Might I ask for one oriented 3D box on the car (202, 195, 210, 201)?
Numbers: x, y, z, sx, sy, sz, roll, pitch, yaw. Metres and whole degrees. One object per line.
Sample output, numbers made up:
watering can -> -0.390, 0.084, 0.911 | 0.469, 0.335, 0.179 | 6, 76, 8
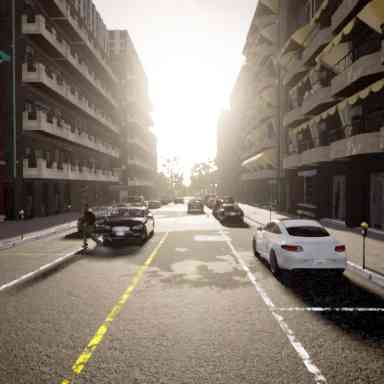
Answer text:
car -> 3.372, 1.510, 80.784 | 1.887, 1.381, 4.507 | -1, 0, 1

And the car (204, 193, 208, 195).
car -> 3.177, 1.292, 58.687 | 2.192, 1.841, 5.009 | -1, 0, 1

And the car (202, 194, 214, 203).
car -> 3.273, 1.286, 69.736 | 2.192, 1.841, 5.009 | -1, 0, 1

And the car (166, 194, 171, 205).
car -> -5.198, 1.521, 58.711 | 1.887, 1.381, 4.507 | -1, 0, 1

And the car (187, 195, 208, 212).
car -> 0.427, 1.476, 38.735 | 2.128, 1.511, 4.902 | 0, 0, 0

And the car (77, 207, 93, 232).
car -> -5.531, 1.543, 20.045 | 2.008, 1.369, 4.403 | -1, 0, 1

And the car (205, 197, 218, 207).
car -> 3.135, 1.561, 53.164 | 1.802, 1.307, 4.206 | -1, 0, 1

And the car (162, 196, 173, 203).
car -> -5.102, 1.537, 69.759 | 1.947, 1.339, 4.313 | -1, 0, 1

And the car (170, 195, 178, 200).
car -> -4.914, 1.483, 91.686 | 1.752, 1.417, 4.829 | -1, 0, 1

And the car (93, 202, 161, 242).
car -> -2.959, 1.485, 16.370 | 2.128, 1.511, 4.902 | 0, 0, 1

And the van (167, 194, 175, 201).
van -> -5.011, 1.306, 80.808 | 1.690, 1.788, 3.998 | -1, 0, 1

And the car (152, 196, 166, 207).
car -> -5.293, 1.532, 47.663 | 2.008, 1.369, 4.403 | -1, 0, 1

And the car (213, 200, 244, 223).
car -> 2.896, 1.556, 25.543 | 1.947, 1.339, 4.313 | -1, 0, 1

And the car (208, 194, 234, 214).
car -> 2.939, 1.303, 31.067 | 2.192, 1.841, 5.009 | -1, 0, 1

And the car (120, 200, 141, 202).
car -> -5.484, 1.541, 25.567 | 2.008, 1.369, 4.403 | -1, 0, 1

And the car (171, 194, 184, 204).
car -> -2.515, 1.576, 62.539 | 1.895, 1.301, 4.718 | 0, 0, 1

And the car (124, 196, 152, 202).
car -> -5.441, 1.303, 31.091 | 2.192, 1.841, 5.009 | -1, 0, 1

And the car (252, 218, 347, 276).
car -> 3.088, 1.522, 10.253 | 1.812, 1.442, 4.674 | 0, 0, 0

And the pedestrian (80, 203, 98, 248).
pedestrian -> -4.058, 1.289, 13.132 | 0.375, 1.860, 0.375 | -1, 1, 1

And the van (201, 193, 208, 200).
van -> 3.464, 1.299, 91.832 | 1.690, 1.788, 3.998 | -1, 0, 1
